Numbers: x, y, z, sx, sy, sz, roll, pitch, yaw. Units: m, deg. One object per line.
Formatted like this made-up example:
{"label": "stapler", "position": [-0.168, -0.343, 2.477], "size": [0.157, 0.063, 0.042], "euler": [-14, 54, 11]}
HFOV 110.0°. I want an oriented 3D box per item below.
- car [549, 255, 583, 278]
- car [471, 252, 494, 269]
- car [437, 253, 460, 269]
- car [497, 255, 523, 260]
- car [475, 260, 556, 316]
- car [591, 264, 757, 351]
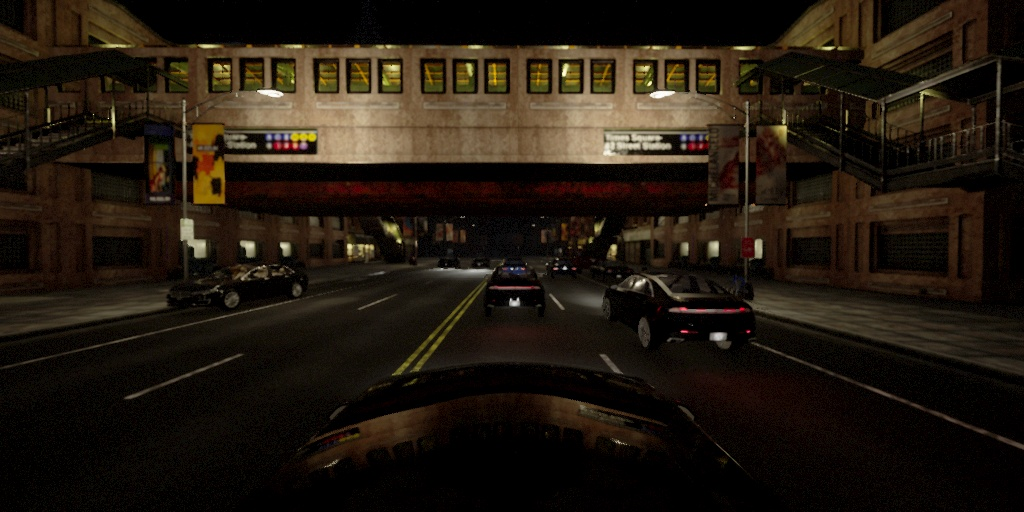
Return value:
{"label": "car", "position": [3.682, 0.873, 27.174], "size": [2.033, 1.411, 5.357], "euler": [0, 1, 1]}
{"label": "car", "position": [-3.464, 0.598, 40.353], "size": [2.128, 1.511, 4.902], "euler": [0, 1, 0]}
{"label": "car", "position": [-6.964, 0.678, 39.919], "size": [1.994, 1.385, 4.181], "euler": [0, 1, 0]}
{"label": "car", "position": [0.182, 0.874, 27.165], "size": [2.033, 1.411, 5.357], "euler": [0, 1, 1]}
{"label": "car", "position": [0.085, 1.064, 12.354], "size": [2.128, 1.511, 4.902], "euler": [0, 1, 0]}
{"label": "car", "position": [3.567, 1.128, 8.591], "size": [2.128, 1.511, 4.902], "euler": [0, 1, 0]}
